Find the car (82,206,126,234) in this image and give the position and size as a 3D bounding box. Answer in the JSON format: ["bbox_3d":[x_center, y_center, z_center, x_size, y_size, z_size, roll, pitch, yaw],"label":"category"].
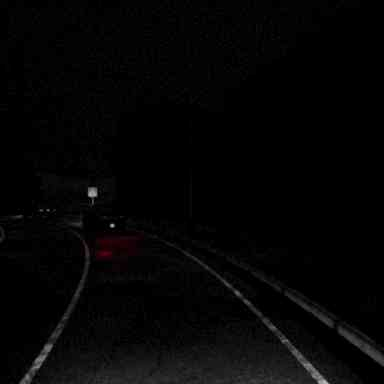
[{"bbox_3d":[-5.263,1.558,19.655,2.128,1.511,4.902,0,0,-27],"label":"car"}]

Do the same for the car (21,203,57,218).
[{"bbox_3d":[-14.903,1.769,32.249,2.033,1.411,5.357,1,-2,-44],"label":"car"}]
